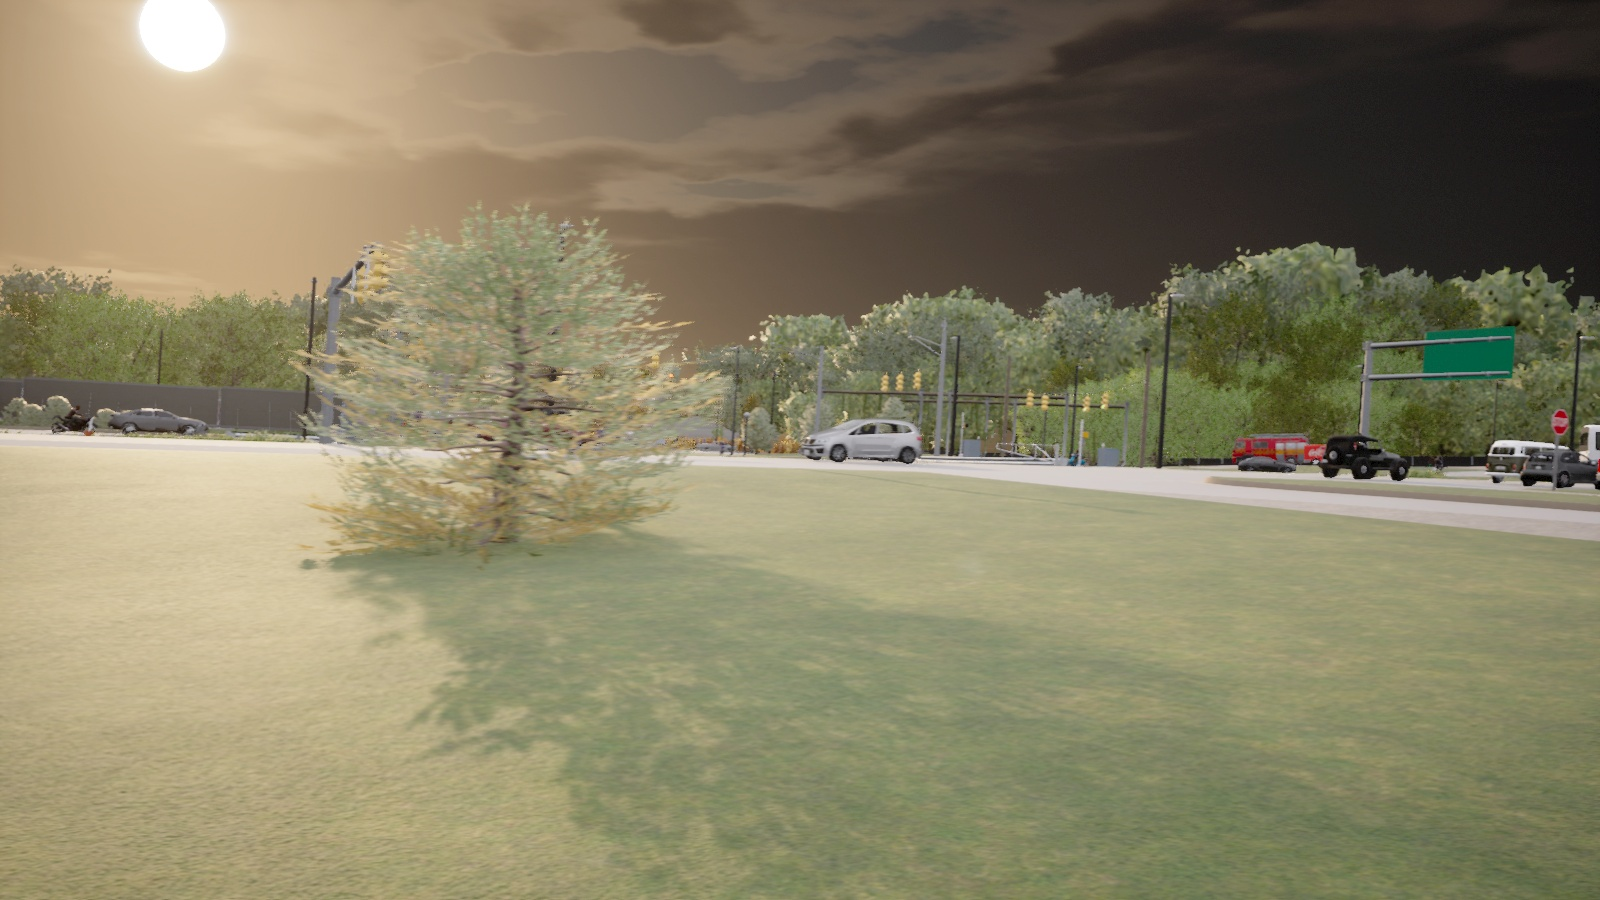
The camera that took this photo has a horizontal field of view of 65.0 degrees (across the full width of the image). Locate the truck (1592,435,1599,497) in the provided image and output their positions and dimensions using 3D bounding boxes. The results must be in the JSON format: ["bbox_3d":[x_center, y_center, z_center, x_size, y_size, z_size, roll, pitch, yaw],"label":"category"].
[{"bbox_3d":[34.298,0.757,49.068,5.204,2.467,2.627,3,0,-12],"label":"truck"}]

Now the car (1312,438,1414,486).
[{"bbox_3d":[24.265,0.523,54.132,3.866,1.878,1.905,3,1,-26],"label":"car"}]

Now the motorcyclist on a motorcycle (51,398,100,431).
[{"bbox_3d":[-36.583,-1.781,63.422,2.044,1.523,0.797,3,0,-25],"label":"motorcyclist on a motorcycle"}]

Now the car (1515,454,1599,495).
[{"bbox_3d":[33.308,1.076,54.583,3.988,1.617,1.851,3,1,-26],"label":"car"}]

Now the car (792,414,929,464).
[{"bbox_3d":[2.288,-0.412,47.498,4.611,1.667,2.242,2,1,-26],"label":"car"}]

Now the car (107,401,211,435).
[{"bbox_3d":[-34.724,-1.741,68.166,4.902,1.511,2.128,3,1,-25],"label":"car"}]

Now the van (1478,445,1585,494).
[{"bbox_3d":[34.322,0.907,58.939,4.480,2.038,2.069,3,1,-26],"label":"van"}]
